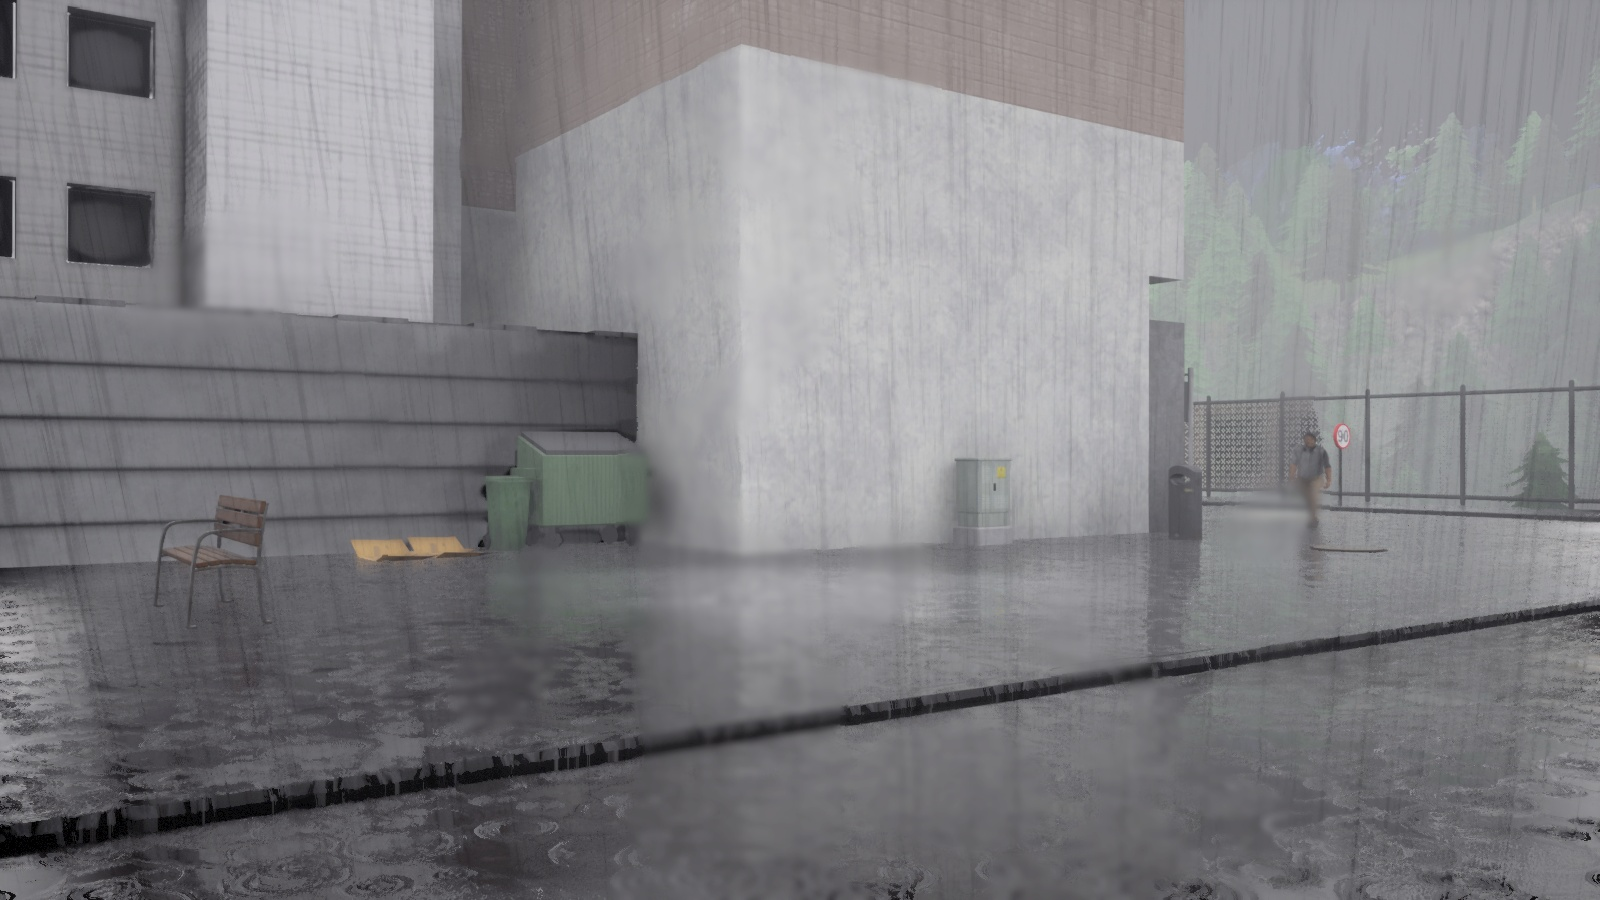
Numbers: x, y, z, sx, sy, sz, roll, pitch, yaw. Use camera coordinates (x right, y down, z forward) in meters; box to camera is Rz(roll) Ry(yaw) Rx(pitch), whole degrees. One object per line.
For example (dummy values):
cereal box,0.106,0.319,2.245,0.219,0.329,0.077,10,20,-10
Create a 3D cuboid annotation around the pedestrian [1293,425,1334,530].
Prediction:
pedestrian,9.245,0.490,22.609,0.540,1.848,0.694,0,0,36
